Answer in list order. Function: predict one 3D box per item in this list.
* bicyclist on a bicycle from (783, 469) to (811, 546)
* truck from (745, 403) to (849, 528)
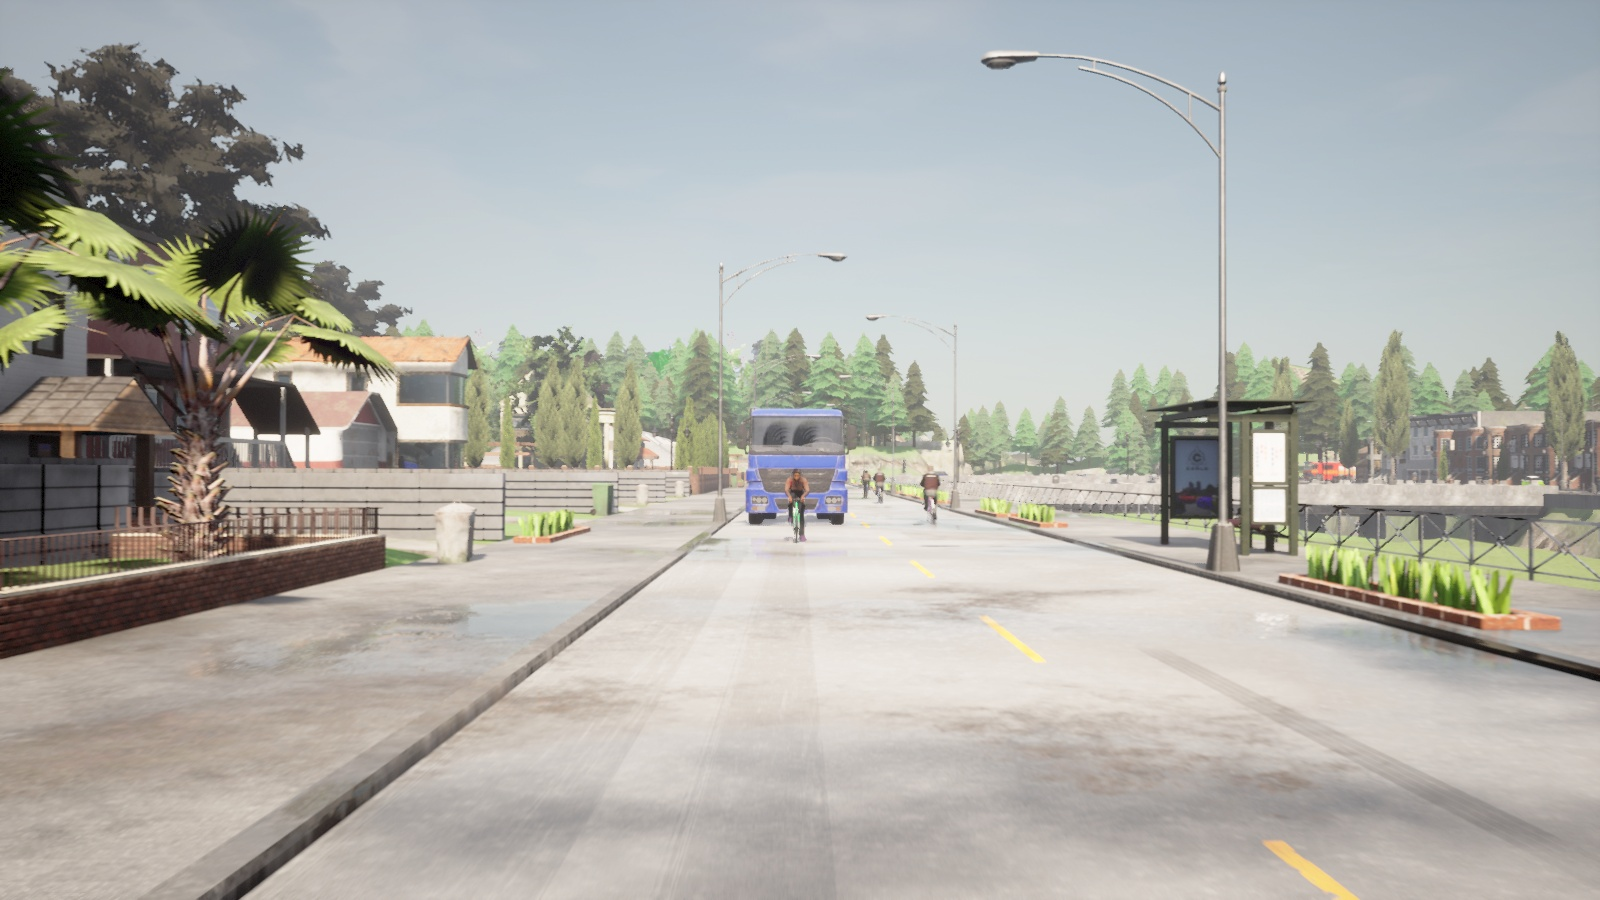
[{"bbox_3d":[-0.065,1.226,27.369,0.582,1.620,1.656,0,-1,0],"label":"bicyclist on a bicycle"},{"bbox_3d":[-0.095,0.484,38.888,2.891,3.462,7.936,0,-1,0],"label":"truck"}]
